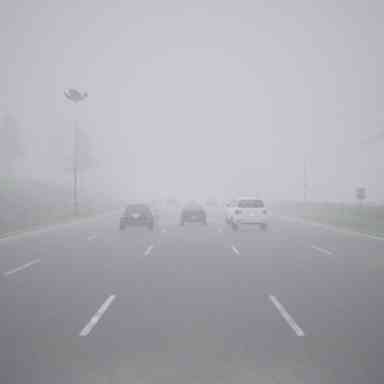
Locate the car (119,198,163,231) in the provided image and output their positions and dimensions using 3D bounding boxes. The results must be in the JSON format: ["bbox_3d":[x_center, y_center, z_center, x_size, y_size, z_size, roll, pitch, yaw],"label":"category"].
[{"bbox_3d":[-3.394,1.522,22.202,2.097,1.767,4.553,0,-1,0],"label":"car"}]

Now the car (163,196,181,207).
[{"bbox_3d":[-3.483,1.678,59.414,2.150,2.045,5.566,0,0,0],"label":"car"}]

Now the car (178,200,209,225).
[{"bbox_3d":[0.107,1.678,26.121,1.882,1.535,5.008,0,0,0],"label":"car"}]

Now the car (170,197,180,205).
[{"bbox_3d":[-3.480,1.872,69.915,1.837,1.490,4.892,0,0,0],"label":"car"}]

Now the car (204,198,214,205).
[{"bbox_3d":[3.520,1.924,69.912,1.994,1.385,4.181,0,0,0],"label":"car"}]

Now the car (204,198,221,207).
[{"bbox_3d":[3.517,1.810,59.862,2.097,1.767,4.553,0,0,0],"label":"car"}]

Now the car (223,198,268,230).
[{"bbox_3d":[3.606,1.397,22.636,2.150,2.045,5.566,0,0,0],"label":"car"}]

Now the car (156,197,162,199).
[{"bbox_3d":[-6.983,1.984,59.938,1.812,1.442,4.674,0,0,0],"label":"car"}]
